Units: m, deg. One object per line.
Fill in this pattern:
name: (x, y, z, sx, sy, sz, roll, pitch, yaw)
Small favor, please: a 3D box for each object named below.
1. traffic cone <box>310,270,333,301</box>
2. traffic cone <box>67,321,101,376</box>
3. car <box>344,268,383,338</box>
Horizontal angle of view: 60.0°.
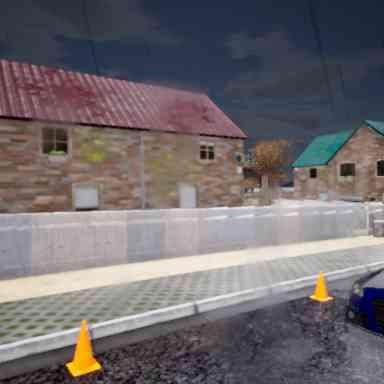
traffic cone: (2.776, 1.982, 7.135, 0.340, 0.580, 0.340, 0, 0, -34)
traffic cone: (-1.384, 1.954, 4.272, 0.340, 0.580, 0.340, 0, 0, -35)
car: (4.501, 1.600, 5.670, 4.181, 1.385, 1.994, 0, 0, -34)
